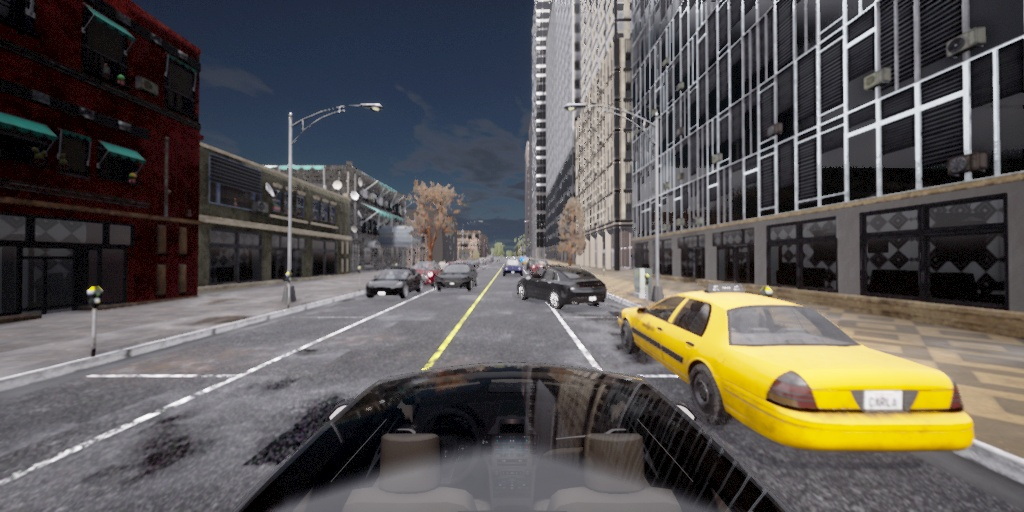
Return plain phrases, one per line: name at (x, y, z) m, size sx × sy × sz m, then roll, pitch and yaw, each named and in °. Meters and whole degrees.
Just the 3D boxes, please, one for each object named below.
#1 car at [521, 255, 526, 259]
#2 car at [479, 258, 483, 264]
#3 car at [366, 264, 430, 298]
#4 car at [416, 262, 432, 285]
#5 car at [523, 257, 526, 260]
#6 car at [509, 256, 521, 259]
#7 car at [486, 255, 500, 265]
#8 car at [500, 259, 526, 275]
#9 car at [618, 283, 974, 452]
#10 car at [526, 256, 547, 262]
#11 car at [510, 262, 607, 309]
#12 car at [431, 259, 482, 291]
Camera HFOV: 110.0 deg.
car at (2.675, 1.011, 63.060) m, size 1.751 × 1.417 × 4.829 m, roll 0°, pitch 0°, yaw 0°
car at (-5.676, 1.098, 51.659) m, size 1.948 × 1.339 × 4.313 m, roll 0°, pitch 0°, yaw 0°
car at (-5.685, 1.244, 17.795) m, size 1.948 × 1.339 × 4.313 m, roll 0°, pitch 0°, yaw 0°
car at (-5.683, 1.093, 23.439) m, size 1.967 × 1.591 × 4.097 m, roll 0°, pitch 0°, yaw 0°
car at (2.671, 1.123, 45.958) m, size 1.948 × 1.339 × 4.313 m, roll 0°, pitch 0°, yaw 0°
car at (0.103, 1.045, 54.846) m, size 1.812 × 1.442 × 4.674 m, roll 0°, pitch 0°, yaw 0°
car at (-2.983, 0.668, 61.889) m, size 1.812 × 1.442 × 4.674 m, roll 0°, pitch 0°, yaw 0°
car at (0.094, 1.204, 35.172) m, size 1.895 × 1.301 × 4.718 m, roll 0°, pitch 0°, yaw 0°
car at (3.151, 1.190, 5.608) m, size 1.801 × 1.575 × 5.366 m, roll 0°, pitch 0°, yaw 0°
car at (2.667, 1.045, 34.669) m, size 1.967 × 1.591 × 4.097 m, roll 0°, pitch 0°, yaw 0°
car at (1.832, 1.199, 14.678) m, size 1.837 × 1.490 × 4.892 m, roll -1°, pitch 1°, yaw -23°
car at (-3.095, 1.142, 21.009) m, size 1.882 × 1.535 × 5.008 m, roll 0°, pitch 0°, yaw 0°
